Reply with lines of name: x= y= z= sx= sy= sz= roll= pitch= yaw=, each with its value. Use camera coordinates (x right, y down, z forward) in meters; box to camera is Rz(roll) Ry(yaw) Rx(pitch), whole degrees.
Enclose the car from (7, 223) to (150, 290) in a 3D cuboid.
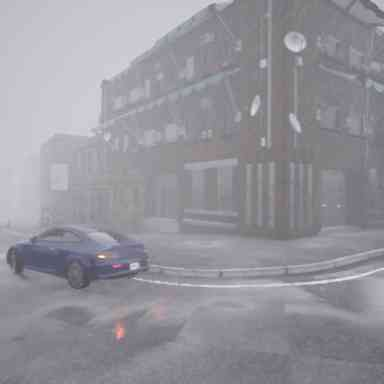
car: x=-3.230 y=1.601 z=9.203 sx=4.674 sy=1.442 sz=1.812 roll=0 pitch=-2 yaw=35
